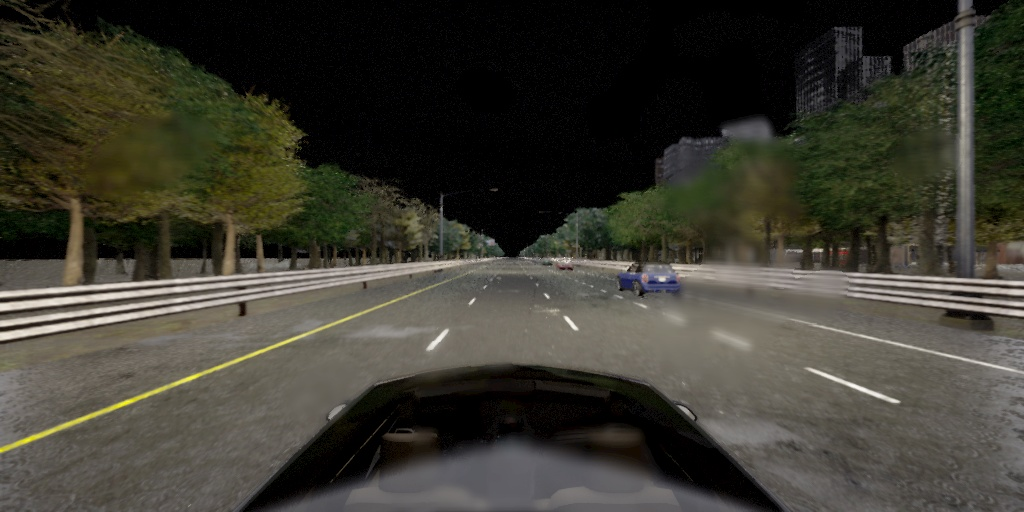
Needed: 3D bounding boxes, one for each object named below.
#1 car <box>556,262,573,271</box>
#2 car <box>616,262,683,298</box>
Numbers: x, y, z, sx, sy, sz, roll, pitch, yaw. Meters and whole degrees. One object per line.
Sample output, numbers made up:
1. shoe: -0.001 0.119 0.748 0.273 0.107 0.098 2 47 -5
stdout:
1. car: 7.043 1.396 48.777 1.895 1.301 4.718 0 0 0
2. car: 7.000 1.109 18.821 2.097 1.767 4.553 0 0 0
